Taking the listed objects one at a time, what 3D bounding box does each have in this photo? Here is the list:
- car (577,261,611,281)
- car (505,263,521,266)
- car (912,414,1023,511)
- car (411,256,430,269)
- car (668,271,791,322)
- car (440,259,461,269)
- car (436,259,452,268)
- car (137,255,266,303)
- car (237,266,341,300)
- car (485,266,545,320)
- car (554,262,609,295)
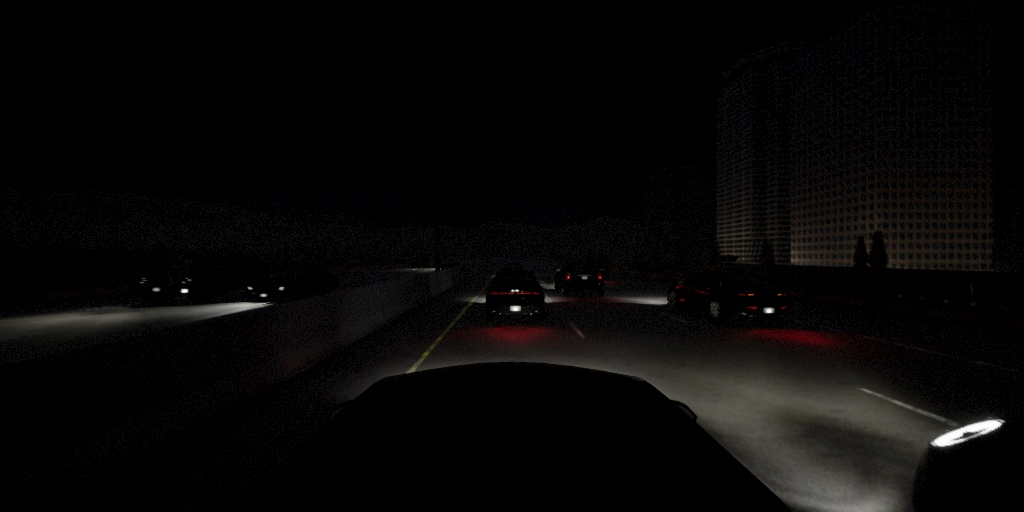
[{"bbox_3d":[7.052,1.252,31.294,1.837,1.490,4.892,0,0,-1],"label":"car"},{"bbox_3d":[0.062,1.295,31.016,2.033,1.411,5.357,0,0,-1],"label":"car"},{"bbox_3d":[3.600,1.102,0.346,2.097,1.767,4.553,0,0,0],"label":"car"},{"bbox_3d":[-14.761,0.956,58.147,2.150,2.045,5.566,0,0,-1],"label":"car"},{"bbox_3d":[7.100,1.254,12.324,1.837,1.490,4.892,0,0,0],"label":"car"},{"bbox_3d":[-7.401,1.311,44.627,1.994,1.385,4.181,0,0,-1],"label":"car"},{"bbox_3d":[-11.295,1.273,59.983,1.812,1.442,4.674,0,0,-1],"label":"car"},{"bbox_3d":[-14.100,0.971,16.973,2.150,2.045,5.566,0,0,0],"label":"car"},{"bbox_3d":[-10.599,1.297,17.961,2.033,1.411,5.357,0,0,0],"label":"car"},{"bbox_3d":[0.101,1.254,12.682,1.837,1.490,4.892,0,0,0],"label":"car"},{"bbox_3d":[3.601,1.101,19.873,2.097,1.767,4.553,0,0,0],"label":"car"}]
